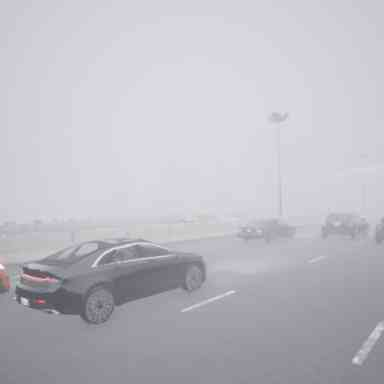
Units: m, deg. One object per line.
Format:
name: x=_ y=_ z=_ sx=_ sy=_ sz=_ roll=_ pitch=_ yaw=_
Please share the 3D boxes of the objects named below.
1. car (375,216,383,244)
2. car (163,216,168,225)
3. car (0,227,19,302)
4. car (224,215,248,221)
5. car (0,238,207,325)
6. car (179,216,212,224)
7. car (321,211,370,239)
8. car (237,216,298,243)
car: x=11.996 y=1.953 z=18.961 sx=2.097 sy=1.767 sz=4.553 roll=-3 pitch=-4 yaw=40
car: x=-2.460 y=3.750 z=45.581 sx=1.994 sy=1.385 sz=4.181 roll=-3 pitch=-4 yaw=40
car: x=-6.686 y=1.830 z=7.421 sx=2.097 sy=1.767 sz=4.553 roll=-3 pitch=-3 yaw=39
car: x=5.443 y=3.235 z=38.683 sx=1.812 sy=1.442 sz=4.674 roll=-3 pitch=-4 yaw=40
car: x=-1.578 y=1.872 z=8.083 sx=2.128 sy=1.511 sz=4.902 roll=-3 pitch=-3 yaw=40
car: x=1.136 y=3.269 z=38.989 sx=1.882 sy=1.535 sz=5.008 roll=-3 pitch=-4 yaw=40
car: x=10.495 y=2.162 z=22.624 sx=2.097 sy=1.767 sz=4.553 roll=-3 pitch=-4 yaw=40
car: x=4.931 y=2.392 z=21.385 sx=2.033 sy=1.411 sz=5.357 roll=-3 pitch=-4 yaw=40
